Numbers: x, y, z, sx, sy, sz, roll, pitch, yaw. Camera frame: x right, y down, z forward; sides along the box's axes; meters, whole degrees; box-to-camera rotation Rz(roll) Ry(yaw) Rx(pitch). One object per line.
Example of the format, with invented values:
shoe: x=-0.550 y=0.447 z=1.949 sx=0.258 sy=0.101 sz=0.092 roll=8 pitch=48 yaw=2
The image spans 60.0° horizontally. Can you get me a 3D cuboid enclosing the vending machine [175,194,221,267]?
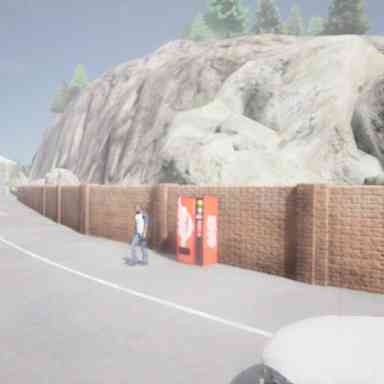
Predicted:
vending machine: x=0.181 y=1.117 z=10.265 sx=0.880 sy=2.100 sz=1.100 roll=1 pitch=1 yaw=42

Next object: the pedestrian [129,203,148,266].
pedestrian: x=-1.498 y=1.199 z=9.531 sx=0.375 sy=1.860 sz=0.375 roll=1 pitch=1 yaw=43

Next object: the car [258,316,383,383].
car: x=2.745 y=1.546 z=2.133 sx=4.674 sy=1.442 sz=1.812 roll=1 pitch=1 yaw=34
